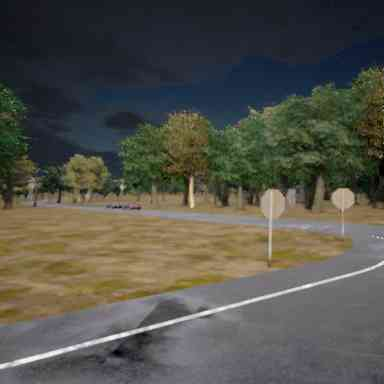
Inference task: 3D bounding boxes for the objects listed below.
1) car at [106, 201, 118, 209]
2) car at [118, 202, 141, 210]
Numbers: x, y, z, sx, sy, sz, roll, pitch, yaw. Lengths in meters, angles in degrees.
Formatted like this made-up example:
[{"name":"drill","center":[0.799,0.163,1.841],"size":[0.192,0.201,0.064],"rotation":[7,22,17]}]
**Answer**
[{"name":"car","center":[-14.383,2.419,61.196],"size":[1.994,1.385,4.181],"rotation":[2,-2,-34]},{"name":"car","center":[-9.993,2.292,54.863],"size":[1.994,1.385,4.181],"rotation":[2,-2,-34]}]
